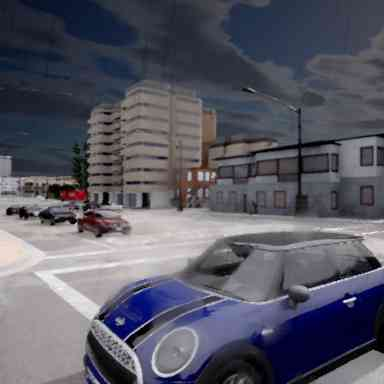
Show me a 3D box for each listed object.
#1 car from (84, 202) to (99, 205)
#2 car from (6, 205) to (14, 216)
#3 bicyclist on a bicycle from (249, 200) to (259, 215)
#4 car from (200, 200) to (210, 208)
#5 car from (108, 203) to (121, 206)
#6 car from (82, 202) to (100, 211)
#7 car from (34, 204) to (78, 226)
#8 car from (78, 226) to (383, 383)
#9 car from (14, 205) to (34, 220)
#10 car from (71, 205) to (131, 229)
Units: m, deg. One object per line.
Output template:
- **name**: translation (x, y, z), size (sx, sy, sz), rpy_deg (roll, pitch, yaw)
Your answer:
- **car**: translation (-15.415, 2.441, 51.025), size (1.837, 1.490, 4.892), rpy_deg (0, -1, -36)
- **car**: translation (-22.726, 2.382, 43.067), size (1.994, 1.385, 4.181), rpy_deg (1, -1, -36)
- **bicyclist on a bicycle**: translation (6.823, 1.742, 36.571), size (1.656, 1.620, 0.582), rpy_deg (0, -1, -36)
- **car**: translation (3.072, 2.116, 57.848), size (1.970, 1.475, 3.806), rpy_deg (1, -2, -36)
- **car**: translation (-12.533, 2.486, 53.018), size (1.812, 1.442, 4.674), rpy_deg (1, -1, -36)
- **car**: translation (-18.682, 2.606, 61.279), size (1.812, 1.442, 4.674), rpy_deg (1, -1, -36)
- **car**: translation (-10.912, 1.900, 26.956), size (2.033, 1.411, 5.357), rpy_deg (1, -2, -37)
- **car**: translation (0.936, 1.400, 4.609), size (4.553, 1.767, 2.097), rpy_deg (1, -1, -35)
- **car**: translation (-16.938, 2.082, 35.155), size (2.128, 1.511, 4.902), rpy_deg (1, -2, -36)
- **car**: translation (-5.174, 1.711, 19.176), size (1.812, 1.442, 4.674), rpy_deg (1, -1, -36)
